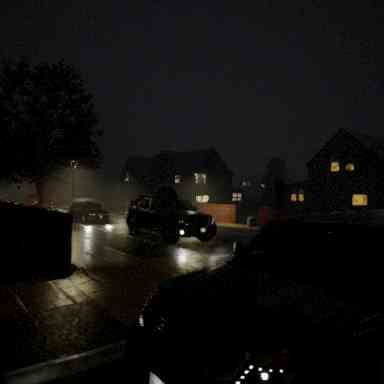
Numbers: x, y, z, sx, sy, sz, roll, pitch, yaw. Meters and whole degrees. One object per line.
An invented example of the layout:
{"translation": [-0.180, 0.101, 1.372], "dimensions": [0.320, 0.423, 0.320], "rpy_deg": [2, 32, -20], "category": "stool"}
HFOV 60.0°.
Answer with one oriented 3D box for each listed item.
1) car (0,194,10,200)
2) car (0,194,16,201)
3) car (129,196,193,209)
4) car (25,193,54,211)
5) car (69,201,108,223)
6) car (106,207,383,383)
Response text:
{"translation": [-45.740, 1.232, 80.521], "dimensions": [2.033, 1.411, 5.357], "rpy_deg": [3, -1, -37], "category": "car"}
{"translation": [-39.516, 1.195, 72.196], "dimensions": [2.128, 1.511, 4.902], "rpy_deg": [3, -1, -37], "category": "car"}
{"translation": [-1.185, 1.234, 16.157], "dimensions": [2.150, 2.045, 5.566], "rpy_deg": [3, -1, -37], "category": "car"}
{"translation": [-17.517, 1.127, 38.053], "dimensions": [2.150, 2.045, 5.566], "rpy_deg": [3, -2, -36], "category": "car"}
{"translation": [-7.701, 1.473, 24.846], "dimensions": [1.837, 1.490, 4.892], "rpy_deg": [3, -1, -37], "category": "car"}
{"translation": [1.978, 1.279, 4.353], "dimensions": [5.566, 2.045, 2.150], "rpy_deg": [1, 0, -35], "category": "car"}
